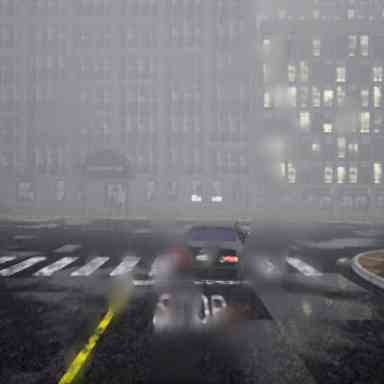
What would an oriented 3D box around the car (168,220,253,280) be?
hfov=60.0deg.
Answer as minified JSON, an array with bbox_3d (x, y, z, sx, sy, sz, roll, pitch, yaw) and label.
[{"bbox_3d":[0.769,1.551,9.996,2.033,1.411,5.357,0,0,12],"label":"car"}]
